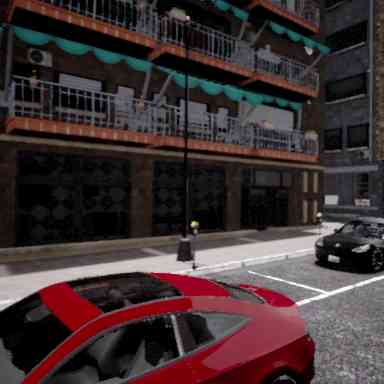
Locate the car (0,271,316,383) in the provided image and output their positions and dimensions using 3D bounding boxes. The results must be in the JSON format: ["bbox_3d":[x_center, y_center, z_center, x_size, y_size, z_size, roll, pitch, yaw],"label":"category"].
[{"bbox_3d":[-0.857,1.523,2.771,4.674,1.442,1.812,0,0,-36],"label":"car"}]

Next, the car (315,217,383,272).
[{"bbox_3d":[5.808,1.527,10.712,4.313,1.339,1.947,0,1,-36],"label":"car"}]
